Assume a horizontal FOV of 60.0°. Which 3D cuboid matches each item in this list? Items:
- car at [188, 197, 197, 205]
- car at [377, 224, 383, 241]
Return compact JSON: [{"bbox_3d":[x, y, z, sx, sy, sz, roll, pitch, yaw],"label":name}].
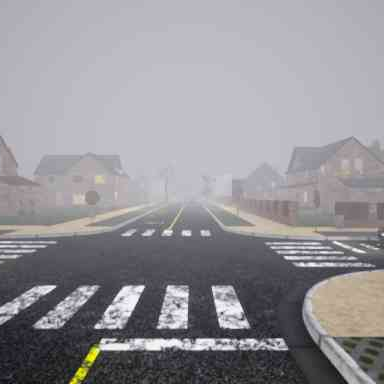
[{"bbox_3d":[0.071,1.771,65.930,2.033,1.411,5.357,0,0,0],"label":"car"},{"bbox_3d":[10.485,1.570,14.034,4.892,1.490,1.837,0,0,0],"label":"car"}]
